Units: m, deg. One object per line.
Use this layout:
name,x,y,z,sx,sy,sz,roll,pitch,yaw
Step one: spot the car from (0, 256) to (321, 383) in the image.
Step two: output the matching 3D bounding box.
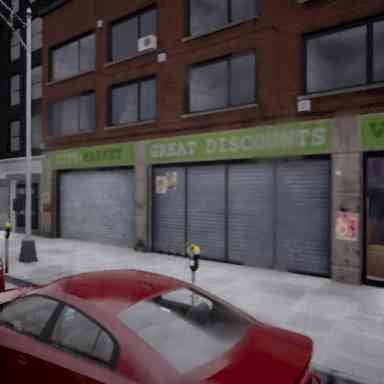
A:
car,-1.027,1.527,3.543,4.507,1.381,1.887,0,0,35
